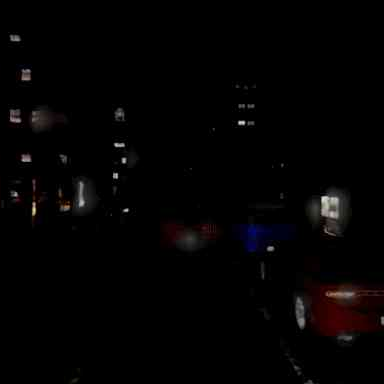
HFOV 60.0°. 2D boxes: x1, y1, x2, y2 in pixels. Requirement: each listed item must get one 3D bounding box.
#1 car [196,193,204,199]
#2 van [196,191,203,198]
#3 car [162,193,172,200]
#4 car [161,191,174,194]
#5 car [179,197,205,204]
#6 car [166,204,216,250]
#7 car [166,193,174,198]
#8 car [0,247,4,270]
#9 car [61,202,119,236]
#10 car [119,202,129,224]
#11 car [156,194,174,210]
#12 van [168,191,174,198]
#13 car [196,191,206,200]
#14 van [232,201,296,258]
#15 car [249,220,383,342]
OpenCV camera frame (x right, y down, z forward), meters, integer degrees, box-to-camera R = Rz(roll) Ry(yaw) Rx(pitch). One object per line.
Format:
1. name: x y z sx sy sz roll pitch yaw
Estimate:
1. car: 2.001 1.004 83.608 1.802 1.307 4.206 0 0 0
2. van: 1.965 0.722 89.158 1.690 1.788 3.998 0 0 0
3. car: -5.842 1.009 78.002 1.887 1.381 4.507 0 0 0
4. car: -5.804 0.820 72.449 2.192 1.841 5.009 0 0 0
5. car: -0.144 1.379 28.149 1.994 1.385 4.181 0 1 0
6. car: -0.043 1.436 13.650 1.812 1.442 4.674 0 1 0
7. car: -5.916 0.926 89.106 1.887 1.381 4.507 0 0 0
8. car: -5.360 1.540 6.442 1.802 1.307 4.206 0 0 0
9. car: -5.435 1.430 17.616 1.887 1.381 4.507 0 0 0
10. car: -5.473 1.399 23.204 2.008 1.369 4.403 0 0 0
11. car: -3.067 1.264 39.131 1.812 1.442 4.674 0 0 0
12. van: -5.953 0.681 94.656 1.690 1.788 3.998 0 0 0
13. car: 2.076 1.070 72.504 1.947 1.339 4.313 0 0 0
14. van: 2.483 1.262 12.081 1.690 1.788 3.998 0 0 0
15. car: 2.520 1.502 6.495 1.887 1.381 4.507 0 0 0
